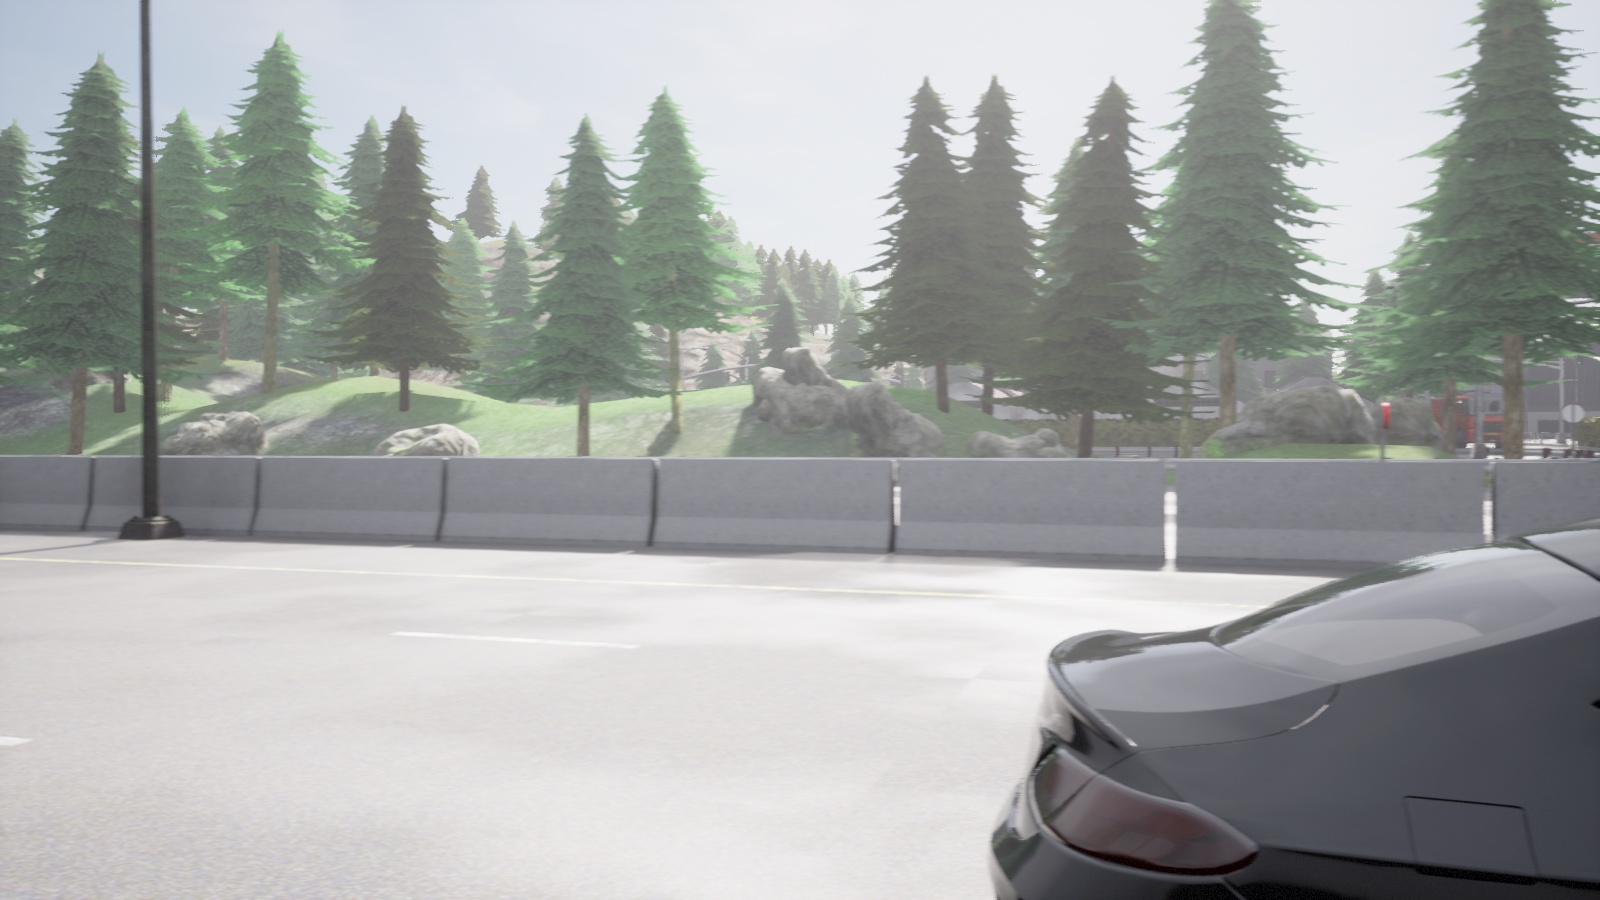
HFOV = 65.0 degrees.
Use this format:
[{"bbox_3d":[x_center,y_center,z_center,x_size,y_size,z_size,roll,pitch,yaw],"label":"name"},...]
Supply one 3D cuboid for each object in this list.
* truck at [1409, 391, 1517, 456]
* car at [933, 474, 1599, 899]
[{"bbox_3d":[43.265,-1.617,82.288,2.891,3.827,8.468,0,-1,3],"label":"truck"},{"bbox_3d":[2.733,0.826,2.274,4.674,1.442,1.812,0,1,19],"label":"car"}]
